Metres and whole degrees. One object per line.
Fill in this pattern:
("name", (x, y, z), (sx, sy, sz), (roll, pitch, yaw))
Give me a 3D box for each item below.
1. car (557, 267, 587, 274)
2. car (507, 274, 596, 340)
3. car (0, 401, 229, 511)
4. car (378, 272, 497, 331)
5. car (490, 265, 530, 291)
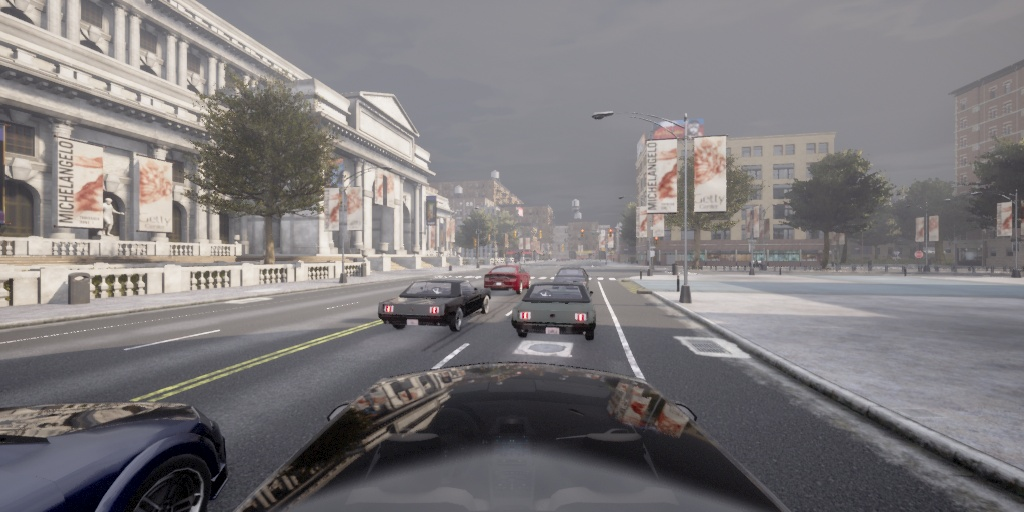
("car", (3.242, 1.297, 19.372), (2.033, 1.411, 5.357), (0, 0, 12))
("car", (1.316, 1.351, 10.020), (1.895, 1.301, 4.718), (0, 0, 11))
("car", (-3.158, 1.314, 1.037), (1.994, 1.385, 4.181), (0, 0, -2))
("car", (-2.029, 1.351, 11.027), (1.895, 1.301, 4.718), (0, 0, 11))
("car", (-0.152, 1.228, 20.180), (1.882, 1.535, 5.008), (0, 0, 12))
